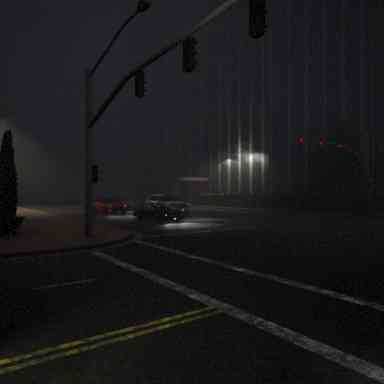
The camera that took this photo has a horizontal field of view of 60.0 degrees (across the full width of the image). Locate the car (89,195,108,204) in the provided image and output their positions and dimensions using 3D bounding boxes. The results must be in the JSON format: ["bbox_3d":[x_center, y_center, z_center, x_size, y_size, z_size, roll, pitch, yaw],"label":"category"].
[{"bbox_3d":[-18.680,1.478,66.225,1.882,1.535,5.008,0,0,-36],"label":"car"}]

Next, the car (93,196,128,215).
[{"bbox_3d":[-8.344,1.352,33.788,2.097,1.767,4.553,0,0,-36],"label":"car"}]

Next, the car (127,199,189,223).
[{"bbox_3d":[-2.801,1.547,26.155,2.033,1.411,5.357,0,0,-36],"label":"car"}]

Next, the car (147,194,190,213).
[{"bbox_3d":[-2.417,1.221,31.579,2.150,2.045,5.566,0,0,-36],"label":"car"}]

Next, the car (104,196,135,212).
[{"bbox_3d":[-8.883,1.352,40.489,2.097,1.767,4.553,0,0,-36],"label":"car"}]

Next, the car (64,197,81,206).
[{"bbox_3d":[-20.369,1.561,56.468,1.837,1.490,4.892,0,0,-36],"label":"car"}]
